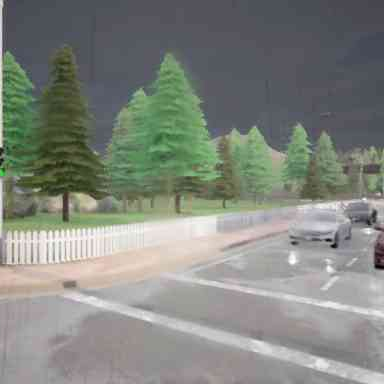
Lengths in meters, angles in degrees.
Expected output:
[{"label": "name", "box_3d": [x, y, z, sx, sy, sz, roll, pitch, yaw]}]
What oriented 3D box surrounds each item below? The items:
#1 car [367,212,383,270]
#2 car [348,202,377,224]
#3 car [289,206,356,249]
[{"label": "car", "box_3d": [7.042, 1.482, 10.545, 1.882, 1.535, 5.008, 0, 0, 35]}, {"label": "car", "box_3d": [11.808, 1.518, 23.439, 1.837, 1.490, 4.892, 0, 0, 35]}, {"label": "car", "box_3d": [5.895, 1.535, 14.977, 1.812, 1.442, 4.674, 0, 0, 35]}]
